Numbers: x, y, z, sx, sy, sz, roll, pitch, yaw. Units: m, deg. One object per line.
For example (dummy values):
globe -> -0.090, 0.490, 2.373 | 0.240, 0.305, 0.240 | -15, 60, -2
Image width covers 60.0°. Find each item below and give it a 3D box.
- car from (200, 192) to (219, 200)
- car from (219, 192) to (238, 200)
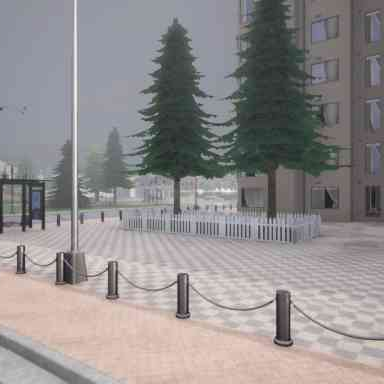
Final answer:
car -> 5.155, 1.384, 91.423 | 3.806, 1.475, 1.970 | 0, 0, 35
car -> 9.519, 1.374, 84.721 | 3.633, 1.501, 1.845 | 0, 0, 35
